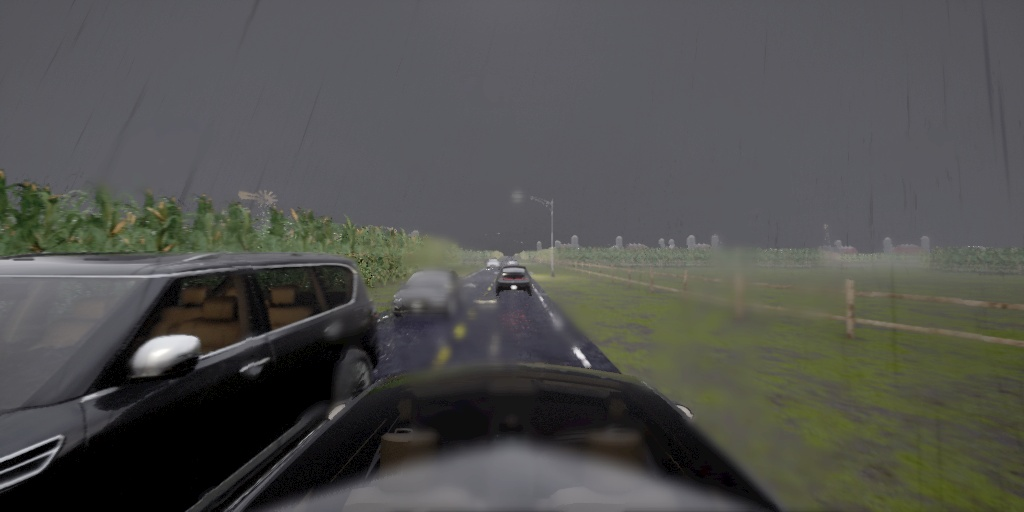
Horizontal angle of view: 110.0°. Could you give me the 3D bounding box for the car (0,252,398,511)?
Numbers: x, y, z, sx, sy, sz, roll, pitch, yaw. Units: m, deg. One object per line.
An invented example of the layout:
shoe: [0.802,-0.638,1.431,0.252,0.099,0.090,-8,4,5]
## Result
car: [-2.855,0.974,2.651,2.150,2.045,5.566,0,0,0]

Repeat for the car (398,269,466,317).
car: [-2.844,1.254,13.182,1.837,1.490,4.892,0,0,0]

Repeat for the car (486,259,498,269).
car: [-2.843,1.237,55.282,1.812,1.442,4.674,0,0,0]

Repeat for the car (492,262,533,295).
car: [0.093,1.250,19.515,1.837,1.490,4.892,0,0,0]
